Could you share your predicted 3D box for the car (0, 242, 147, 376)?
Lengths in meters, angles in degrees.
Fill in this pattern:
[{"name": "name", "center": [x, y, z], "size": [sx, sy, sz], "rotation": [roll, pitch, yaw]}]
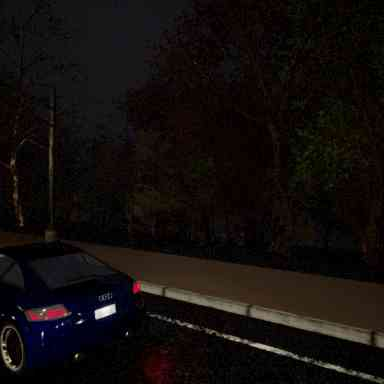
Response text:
[{"name": "car", "center": [-2.763, 1.563, 5.638], "size": [4.181, 1.385, 1.994], "rotation": [0, 0, 37]}]
